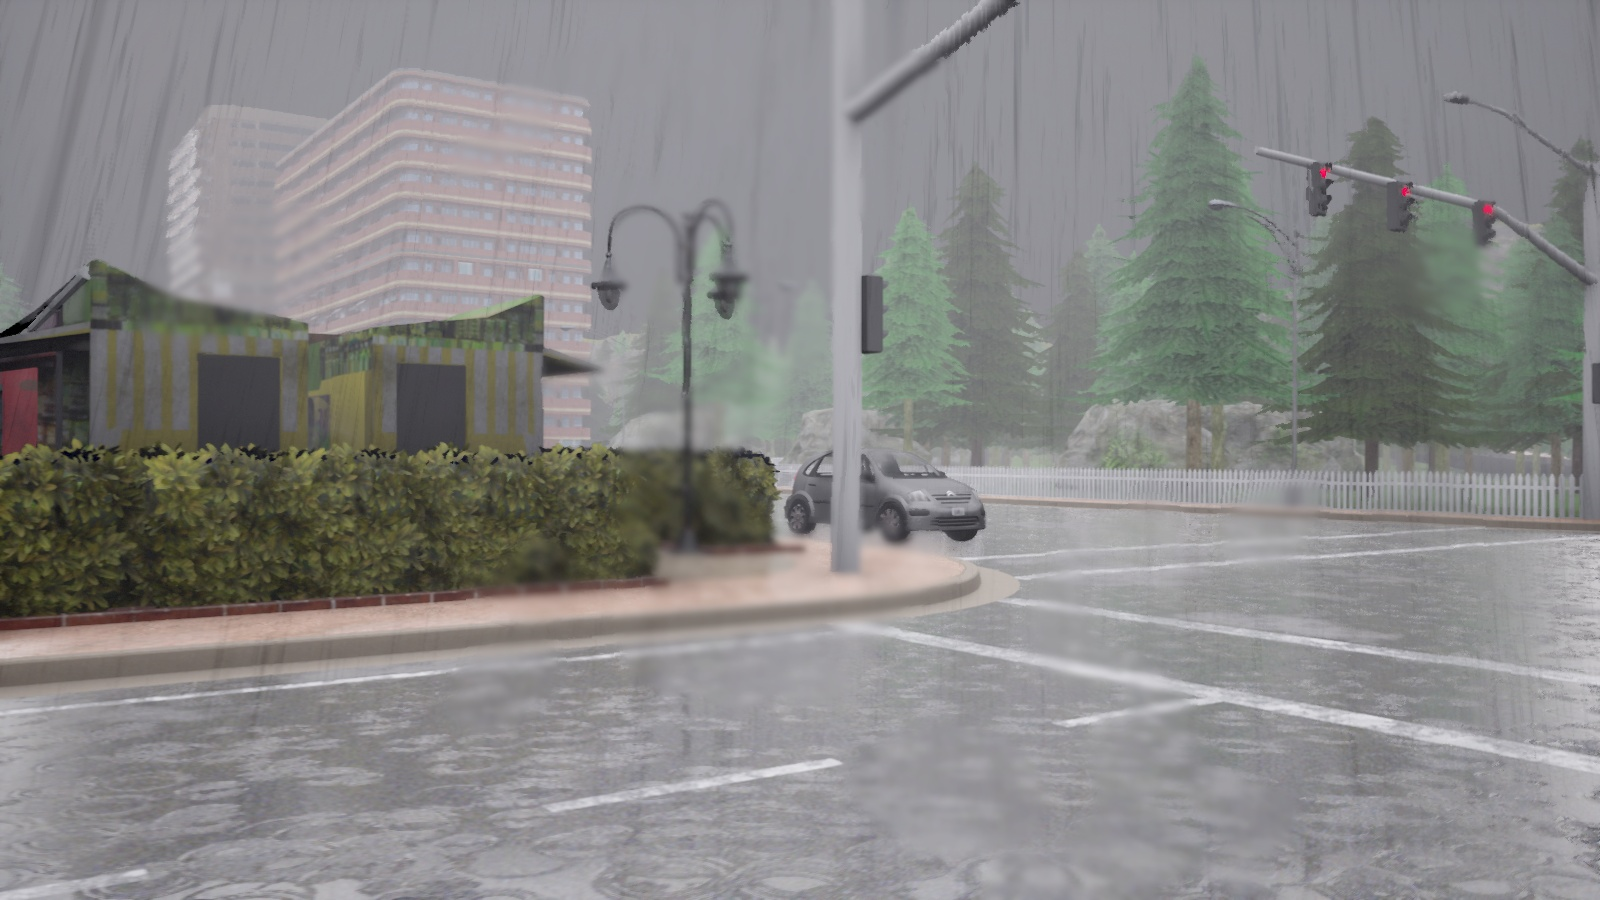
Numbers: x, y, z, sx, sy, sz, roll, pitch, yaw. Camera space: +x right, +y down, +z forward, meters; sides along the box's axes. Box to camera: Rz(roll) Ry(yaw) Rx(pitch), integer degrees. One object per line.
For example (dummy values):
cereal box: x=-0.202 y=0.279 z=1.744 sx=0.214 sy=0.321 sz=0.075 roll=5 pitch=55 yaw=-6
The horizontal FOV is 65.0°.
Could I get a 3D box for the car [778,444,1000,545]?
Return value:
car: x=1.485 y=0.724 z=22.397 sx=1.851 sy=1.617 sz=3.988 roll=0 pitch=0 yaw=-35
